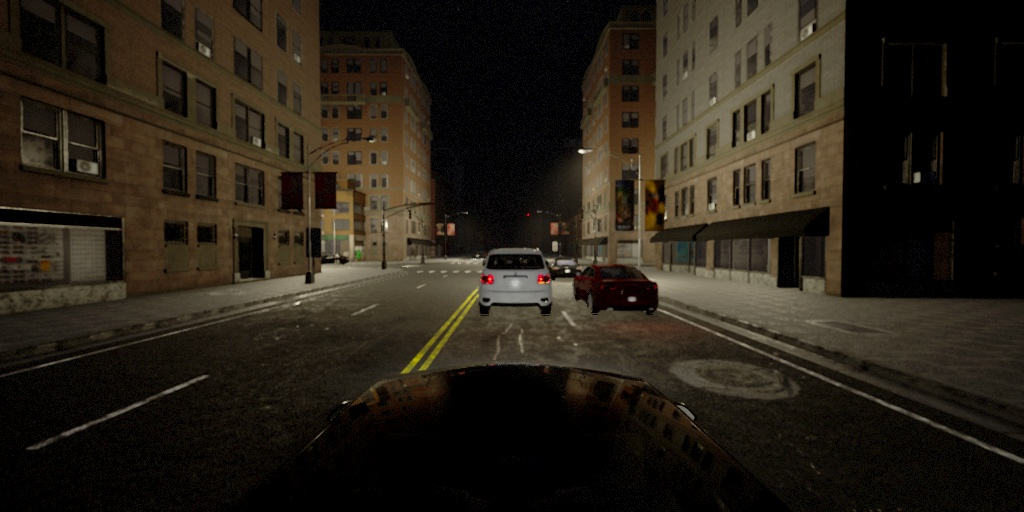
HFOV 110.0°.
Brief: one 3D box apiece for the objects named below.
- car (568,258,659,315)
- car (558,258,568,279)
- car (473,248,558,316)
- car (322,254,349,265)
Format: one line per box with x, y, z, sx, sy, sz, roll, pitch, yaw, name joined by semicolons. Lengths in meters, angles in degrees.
3.359;0.994;12.467;1.882;1.535;5.008;0;1;0;car
3.370;0.835;23.729;1.994;1.385;4.181;0;1;0;car
0.110;0.740;12.394;2.150;2.045;5.566;0;1;0;car
-22.085;0.417;43.525;4.313;1.339;1.948;0;0;0;car
